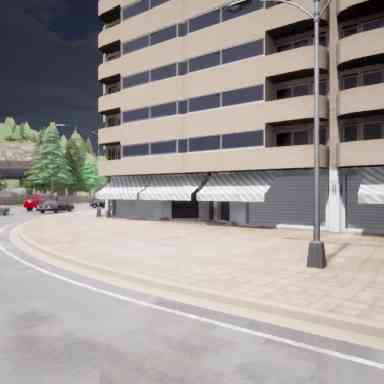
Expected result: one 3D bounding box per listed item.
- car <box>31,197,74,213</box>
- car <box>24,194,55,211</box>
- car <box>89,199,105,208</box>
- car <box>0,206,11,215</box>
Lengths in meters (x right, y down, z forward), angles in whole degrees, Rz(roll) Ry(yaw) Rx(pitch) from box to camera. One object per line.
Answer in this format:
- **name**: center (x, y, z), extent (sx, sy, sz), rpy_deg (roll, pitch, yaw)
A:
- **car**: center (-14.940, 1.555, 36.580), extent (2.033, 1.411, 5.357), rpy_deg (0, 0, 7)
- **car**: center (-17.864, 1.230, 40.486), extent (2.150, 2.045, 5.566), rpy_deg (0, 0, 14)
- **car**: center (-12.058, 1.609, 46.619), extent (1.895, 1.301, 4.718), rpy_deg (0, 0, 27)
- **car**: center (-18.668, 1.609, 30.597), extent (1.895, 1.301, 4.718), rpy_deg (0, 0, -3)
